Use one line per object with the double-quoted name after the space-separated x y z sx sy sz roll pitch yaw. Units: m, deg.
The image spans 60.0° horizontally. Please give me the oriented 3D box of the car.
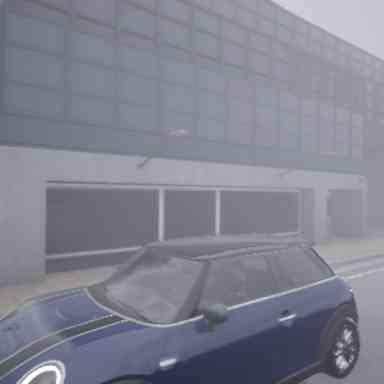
-0.012 1.382 3.992 4.553 1.767 2.097 1 -1 -36 "car"
